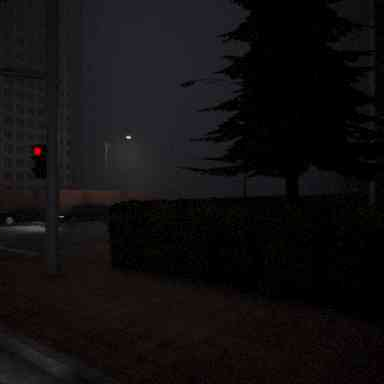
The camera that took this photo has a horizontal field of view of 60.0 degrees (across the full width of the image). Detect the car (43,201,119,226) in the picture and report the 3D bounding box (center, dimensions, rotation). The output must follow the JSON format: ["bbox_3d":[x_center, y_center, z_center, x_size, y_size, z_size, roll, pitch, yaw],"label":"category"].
[{"bbox_3d":[-8.103,1.592,24.764,1.837,1.490,4.892,0,0,35],"label":"car"}]

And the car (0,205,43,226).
[{"bbox_3d":[-12.604,1.656,24.473,1.994,1.385,4.181,0,0,35],"label":"car"}]
